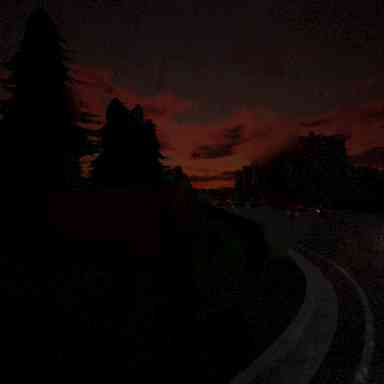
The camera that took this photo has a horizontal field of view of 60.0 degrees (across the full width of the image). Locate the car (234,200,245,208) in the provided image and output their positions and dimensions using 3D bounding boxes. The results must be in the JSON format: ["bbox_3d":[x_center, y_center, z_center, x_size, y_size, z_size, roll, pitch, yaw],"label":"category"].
[{"bbox_3d":[10.307,2.585,71.770,1.837,1.490,4.892,0,-1,0],"label":"car"}]

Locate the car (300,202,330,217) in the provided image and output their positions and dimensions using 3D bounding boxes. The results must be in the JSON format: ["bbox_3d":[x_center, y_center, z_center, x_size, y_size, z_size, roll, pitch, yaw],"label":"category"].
[{"bbox_3d":[13.824,2.131,38.330,1.994,1.385,4.181,0,-1,0],"label":"car"}]

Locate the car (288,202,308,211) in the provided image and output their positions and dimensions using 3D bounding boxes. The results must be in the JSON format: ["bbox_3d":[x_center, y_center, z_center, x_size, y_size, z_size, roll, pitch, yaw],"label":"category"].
[{"bbox_3d":[17.374,2.412,54.699,1.895,1.301,4.718,0,-1,0],"label":"car"}]

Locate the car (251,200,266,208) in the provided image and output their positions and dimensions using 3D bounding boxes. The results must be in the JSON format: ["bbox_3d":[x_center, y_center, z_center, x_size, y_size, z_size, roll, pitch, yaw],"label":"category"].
[{"bbox_3d":[13.809,2.665,71.161,1.895,1.301,4.718,0,-1,0],"label":"car"}]

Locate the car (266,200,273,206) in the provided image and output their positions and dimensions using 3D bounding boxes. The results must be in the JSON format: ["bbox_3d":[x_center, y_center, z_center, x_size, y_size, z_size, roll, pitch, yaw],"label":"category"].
[{"bbox_3d":[17.305,2.569,72.909,1.882,1.535,5.008,0,-1,0],"label":"car"}]

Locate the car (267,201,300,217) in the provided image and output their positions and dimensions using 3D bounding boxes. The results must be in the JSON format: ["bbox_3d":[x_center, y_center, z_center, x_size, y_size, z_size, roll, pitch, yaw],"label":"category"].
[{"bbox_3d":[10.323,2.072,37.815,1.837,1.490,4.892,0,0,0],"label":"car"}]

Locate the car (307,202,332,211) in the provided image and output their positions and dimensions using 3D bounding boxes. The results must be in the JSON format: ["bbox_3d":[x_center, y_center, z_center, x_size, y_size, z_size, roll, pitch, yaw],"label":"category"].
[{"bbox_3d":[20.872,2.356,54.824,2.033,1.411,5.357,0,-1,0],"label":"car"}]

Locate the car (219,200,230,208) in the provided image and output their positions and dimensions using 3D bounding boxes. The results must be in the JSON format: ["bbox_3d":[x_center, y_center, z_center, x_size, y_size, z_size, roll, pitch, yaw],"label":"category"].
[{"bbox_3d":[6.811,2.419,70.057,2.097,1.767,4.553,0,-1,0],"label":"car"}]
